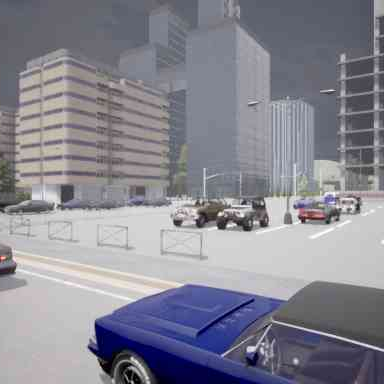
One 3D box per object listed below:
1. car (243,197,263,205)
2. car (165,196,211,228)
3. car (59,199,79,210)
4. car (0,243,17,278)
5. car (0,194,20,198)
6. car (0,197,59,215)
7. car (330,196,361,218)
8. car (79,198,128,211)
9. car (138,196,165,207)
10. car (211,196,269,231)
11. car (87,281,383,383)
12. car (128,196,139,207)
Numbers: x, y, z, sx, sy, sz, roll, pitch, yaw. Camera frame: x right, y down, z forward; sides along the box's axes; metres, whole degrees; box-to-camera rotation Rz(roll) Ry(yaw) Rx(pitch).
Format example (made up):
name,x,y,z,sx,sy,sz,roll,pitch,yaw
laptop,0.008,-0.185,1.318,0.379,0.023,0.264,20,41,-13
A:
name,x,y,z,sx,sy,sz,roll,pitch,yaw
car,11.381,1.601,61.926,1.895,1.301,4.718,0,0,35
car,0.675,1.153,20.922,1.932,1.855,4.605,0,0,34
car,-14.522,1.547,42.513,2.033,1.411,5.357,0,0,34
car,-6.692,1.547,8.682,5.357,1.411,2.033,0,0,35
car,-20.232,1.222,34.003,2.150,2.045,5.566,0,0,34
car,-16.284,1.526,33.566,1.812,1.442,4.674,0,0,34
car,15.066,1.395,32.211,1.970,1.475,3.806,0,0,34
car,-10.954,1.547,41.538,2.033,1.411,5.357,0,0,34
car,-5.162,1.547,50.154,2.033,1.411,5.357,0,0,34
car,3.042,1.156,19.256,1.905,1.878,3.866,0,0,34
car,1.154,1.601,3.167,4.718,1.301,1.895,0,0,35
car,-8.846,1.352,50.909,2.097,1.767,4.553,0,0,35
